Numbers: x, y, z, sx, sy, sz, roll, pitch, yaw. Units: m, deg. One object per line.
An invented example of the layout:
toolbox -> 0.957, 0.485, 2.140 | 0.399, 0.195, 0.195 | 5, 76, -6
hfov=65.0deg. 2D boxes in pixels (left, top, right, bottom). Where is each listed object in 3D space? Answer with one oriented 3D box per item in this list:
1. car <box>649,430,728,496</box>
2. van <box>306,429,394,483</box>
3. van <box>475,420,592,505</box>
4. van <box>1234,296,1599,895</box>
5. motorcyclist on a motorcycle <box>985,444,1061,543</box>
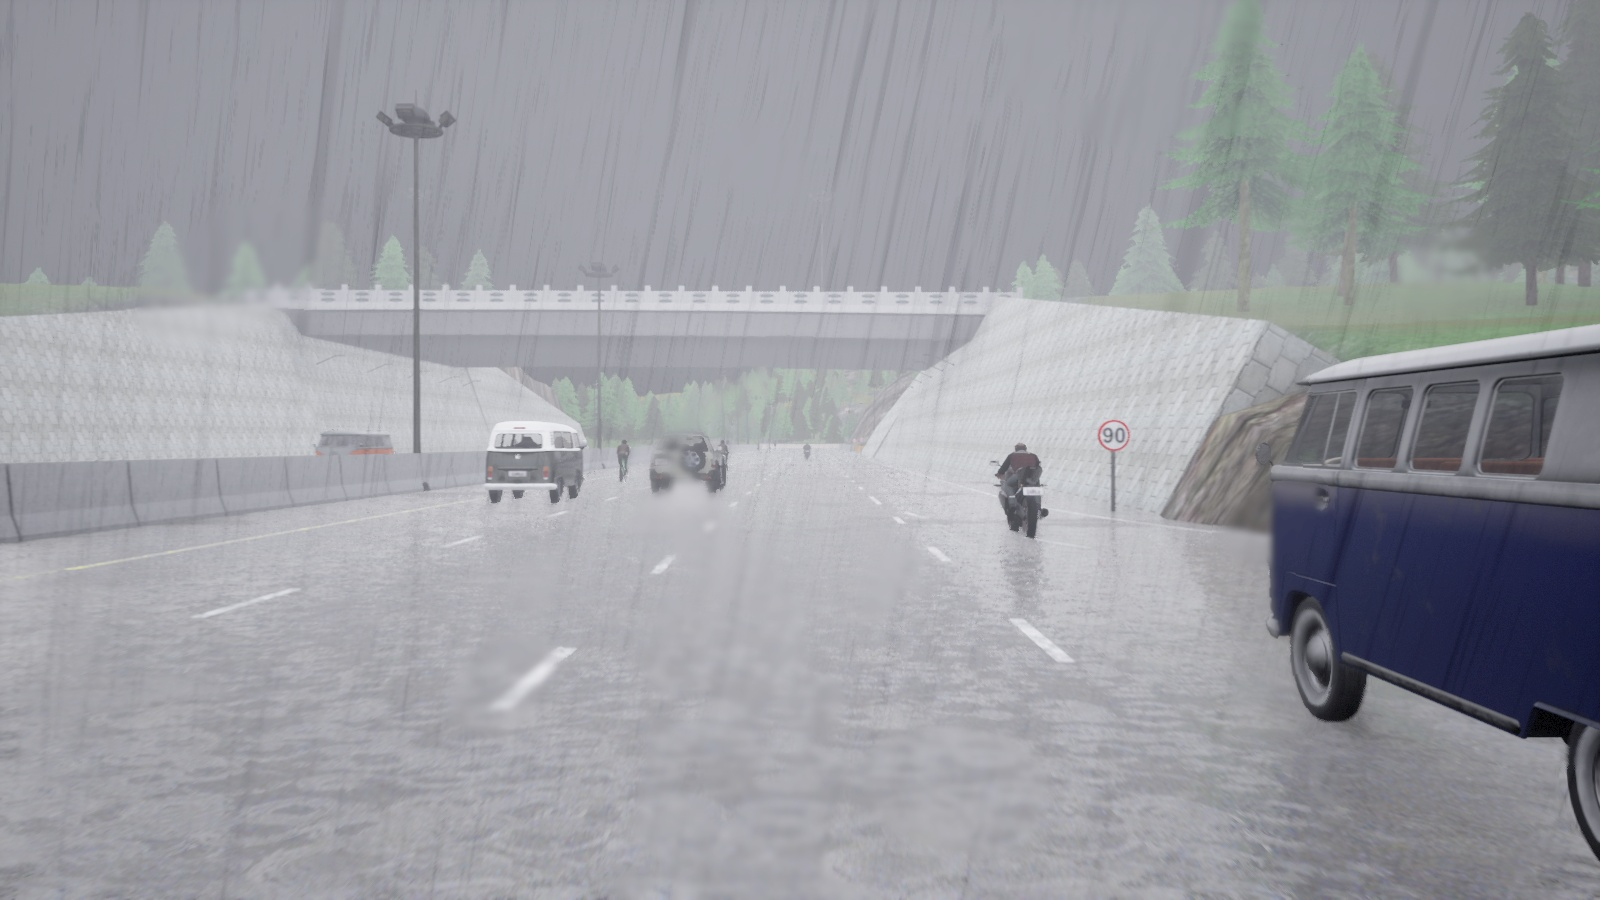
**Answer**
car -> -3.270, 0.348, 37.695 | 1.932, 1.855, 4.605 | 0, 0, 0
van -> -17.210, 0.213, 48.286 | 1.775, 1.987, 4.442 | 0, 0, 0
van -> -6.799, 0.282, 32.524 | 2.069, 2.038, 4.480 | 0, 0, 0
van -> 3.547, 0.472, 5.494 | 1.775, 1.987, 4.442 | 0, 0, 0
motorcyclist on a motorcycle -> 3.633, 0.668, 20.615 | 0.866, 1.530, 2.191 | 0, 0, 0
